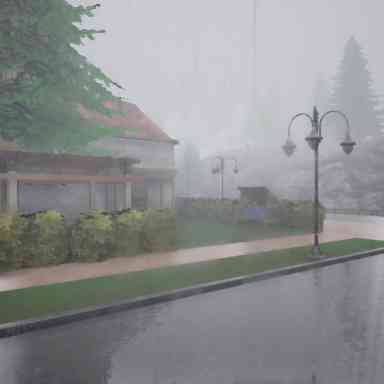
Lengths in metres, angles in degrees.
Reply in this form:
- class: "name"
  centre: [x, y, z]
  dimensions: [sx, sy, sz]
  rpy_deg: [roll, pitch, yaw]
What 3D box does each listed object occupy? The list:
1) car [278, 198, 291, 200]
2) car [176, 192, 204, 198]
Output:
- class: "car"
  centre: [8.170, 1.342, 29.441]
  dimensions: [1.837, 1.490, 4.892]
  rpy_deg: [0, 0, -35]
- class: "car"
  centre: [0.033, 1.052, 40.860]
  dimensions: [2.150, 2.045, 5.566]
  rpy_deg: [0, 1, -35]
